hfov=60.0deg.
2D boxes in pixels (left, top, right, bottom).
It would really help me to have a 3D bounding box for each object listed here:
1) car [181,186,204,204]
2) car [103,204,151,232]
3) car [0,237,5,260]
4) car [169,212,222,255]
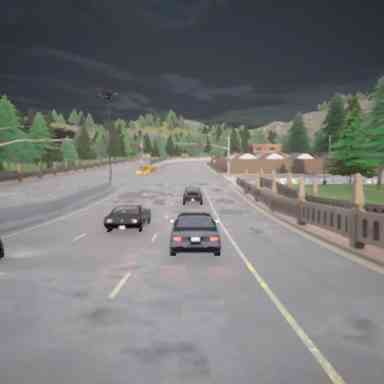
[{"bbox_3d":[0.061,0.212,31.625,1.837,1.490,4.892,0,6,0],"label":"car"},{"bbox_3d":[-3.398,1.333,18.435,1.895,1.301,4.718,0,3,0],"label":"car"},{"bbox_3d":[-6.899,1.519,8.687,1.837,1.490,4.892,0,0,0],"label":"car"},{"bbox_3d":[0.106,1.483,13.110,2.033,1.411,5.357,0,2,0],"label":"car"}]
